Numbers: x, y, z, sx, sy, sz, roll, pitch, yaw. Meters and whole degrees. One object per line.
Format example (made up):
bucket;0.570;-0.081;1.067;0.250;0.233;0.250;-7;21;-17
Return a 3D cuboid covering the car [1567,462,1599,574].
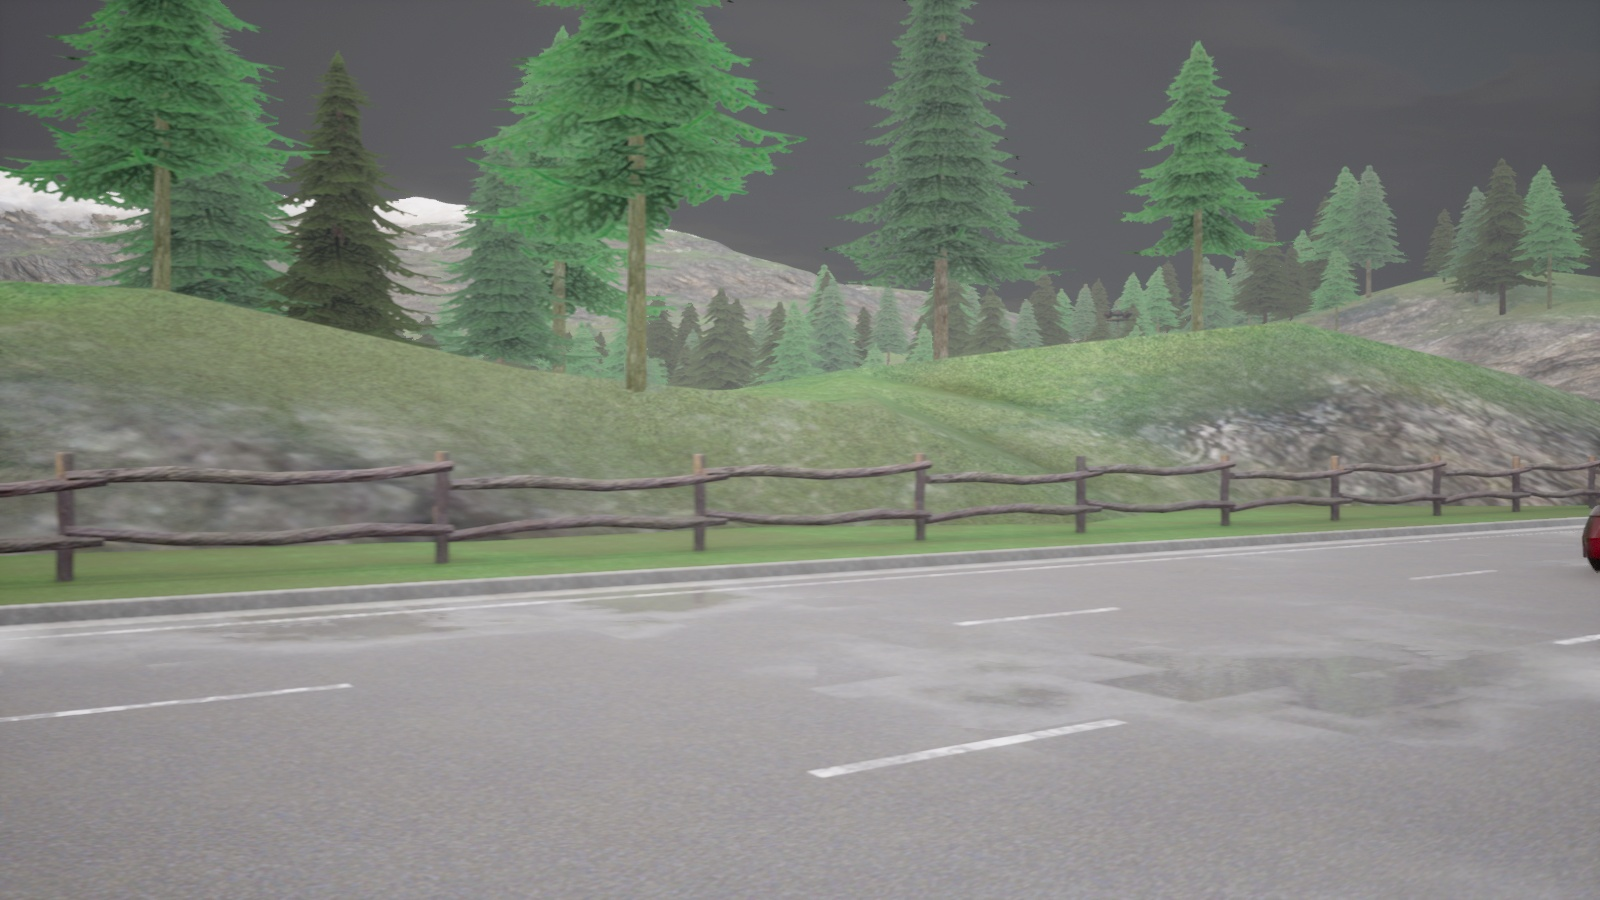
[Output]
car;12.002;0.848;16.277;4.181;1.385;1.994;0;0;-35
